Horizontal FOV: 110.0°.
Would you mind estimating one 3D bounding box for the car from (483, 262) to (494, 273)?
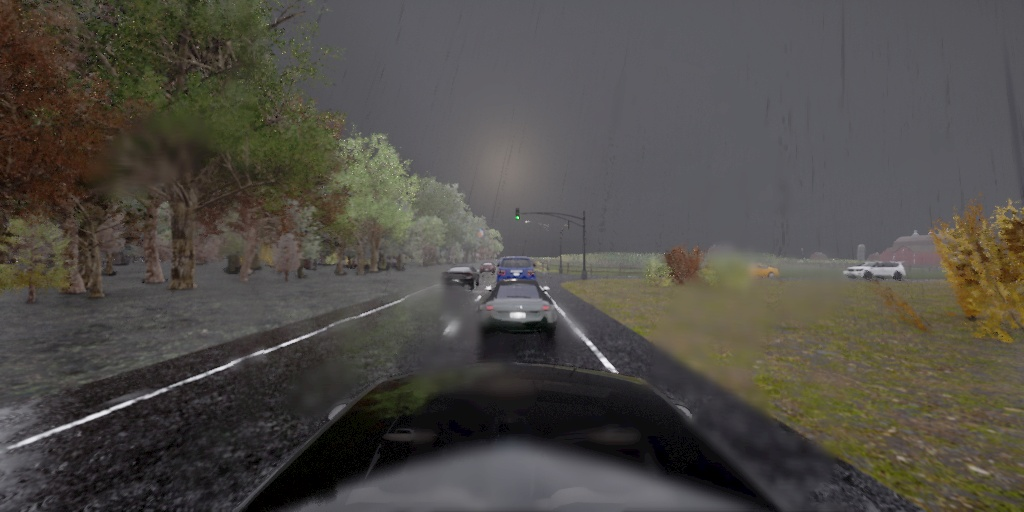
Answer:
[{"bbox_3d":[-3.082,1.489,46.460,1.812,1.442,4.674,0,0,0],"label":"car"}]

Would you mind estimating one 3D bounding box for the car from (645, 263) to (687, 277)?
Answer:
[{"bbox_3d":[17.941,1.539,41.621,4.553,1.767,2.097,1,-1,2],"label":"car"}]

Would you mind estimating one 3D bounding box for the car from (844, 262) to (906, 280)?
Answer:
[{"bbox_3d":[41.746,1.671,41.287,5.566,2.045,2.150,1,-1,1],"label":"car"}]

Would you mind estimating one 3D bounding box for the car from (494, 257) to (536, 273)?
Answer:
[{"bbox_3d":[0.258,1.069,21.755,2.150,2.045,5.566,0,0,1],"label":"car"}]

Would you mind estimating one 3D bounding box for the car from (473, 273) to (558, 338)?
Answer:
[{"bbox_3d":[0.161,1.357,10.370,1.994,1.385,4.181,0,0,0],"label":"car"}]

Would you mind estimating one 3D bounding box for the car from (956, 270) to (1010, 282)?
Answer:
[{"bbox_3d":[49.361,2.018,37.576,4.181,1.385,1.994,1,-1,2],"label":"car"}]

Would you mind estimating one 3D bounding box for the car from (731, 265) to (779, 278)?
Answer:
[{"bbox_3d":[28.017,1.774,41.455,5.008,1.535,1.882,1,-1,0],"label":"car"}]

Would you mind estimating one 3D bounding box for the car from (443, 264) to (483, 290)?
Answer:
[{"bbox_3d":[-3.240,1.334,23.764,1.882,1.535,5.008,0,0,0],"label":"car"}]
